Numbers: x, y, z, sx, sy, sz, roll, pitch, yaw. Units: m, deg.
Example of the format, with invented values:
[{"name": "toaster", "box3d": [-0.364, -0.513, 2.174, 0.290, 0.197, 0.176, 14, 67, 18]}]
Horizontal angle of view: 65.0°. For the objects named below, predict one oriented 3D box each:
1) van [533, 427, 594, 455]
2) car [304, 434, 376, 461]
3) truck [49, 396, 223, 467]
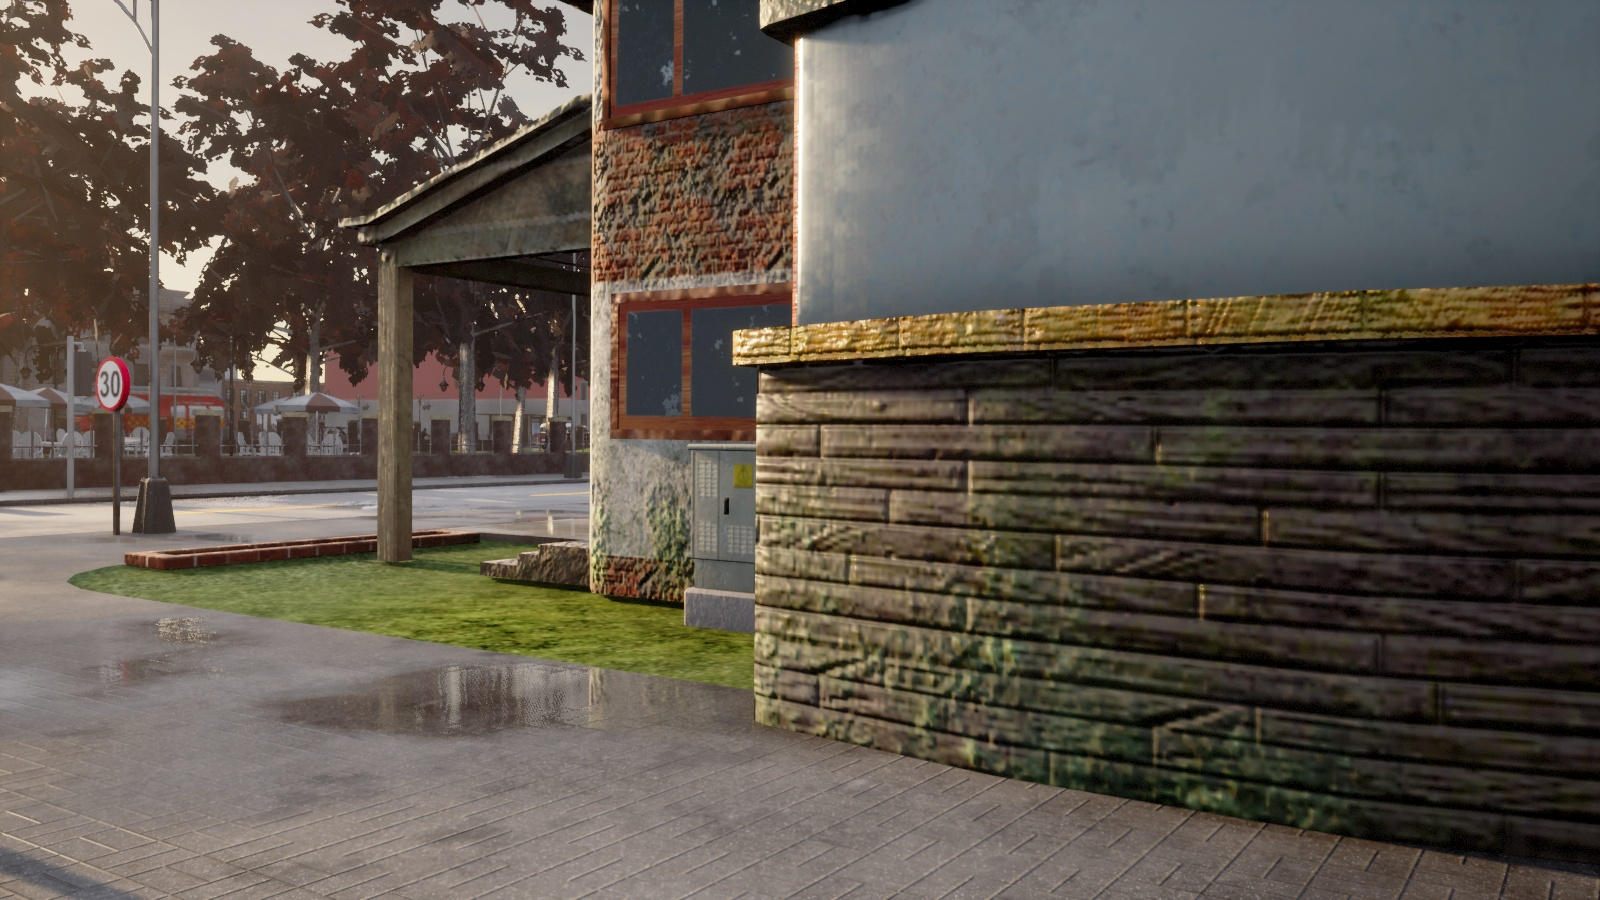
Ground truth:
[{"name": "van", "box3d": [-18.045, -0.693, 96.037, 2.069, 2.038, 4.480, 0, 1, 34]}, {"name": "car", "box3d": [-29.045, -0.191, 79.378, 1.851, 1.617, 3.988, 0, 1, 33]}, {"name": "truck", "box3d": [-38.247, -1.079, 72.680, 2.891, 3.827, 8.468, 0, 1, 33]}]
